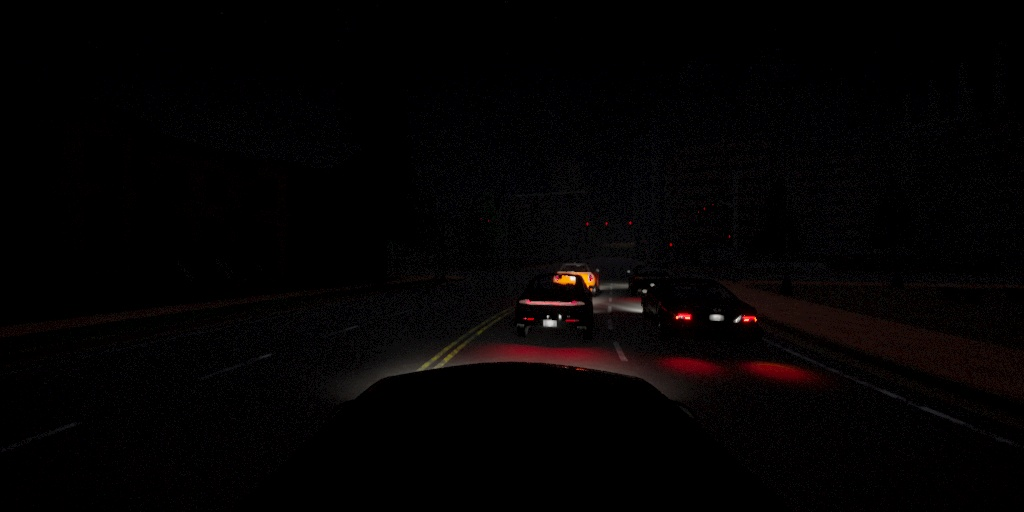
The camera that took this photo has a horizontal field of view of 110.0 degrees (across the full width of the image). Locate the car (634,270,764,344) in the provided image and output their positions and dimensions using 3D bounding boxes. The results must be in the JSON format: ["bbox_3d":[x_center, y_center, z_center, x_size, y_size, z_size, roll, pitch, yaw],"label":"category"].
[{"bbox_3d":[4.696,1.290,9.647,2.033,1.411,5.357,0,0,13],"label":"car"}]

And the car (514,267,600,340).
[{"bbox_3d":[1.323,1.233,10.075,2.128,1.511,4.902,0,0,12],"label":"car"}]

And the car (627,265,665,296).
[{"bbox_3d":[7.254,1.210,19.135,1.882,1.535,5.008,0,0,16],"label":"car"}]

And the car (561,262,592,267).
[{"bbox_3d":[3.487,1.085,18.963,2.097,1.767,4.553,0,0,16],"label":"car"}]
